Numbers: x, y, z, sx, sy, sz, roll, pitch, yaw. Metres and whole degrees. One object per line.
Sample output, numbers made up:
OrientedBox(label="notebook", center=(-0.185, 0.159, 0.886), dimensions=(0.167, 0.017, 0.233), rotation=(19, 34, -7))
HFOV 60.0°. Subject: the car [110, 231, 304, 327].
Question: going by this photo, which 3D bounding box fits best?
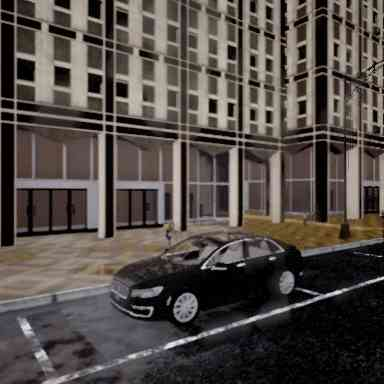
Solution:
OrientedBox(label="car", center=(0.515, 1.546, 6.924), dimensions=(4.403, 1.369, 2.008), rotation=(0, 0, -35))
